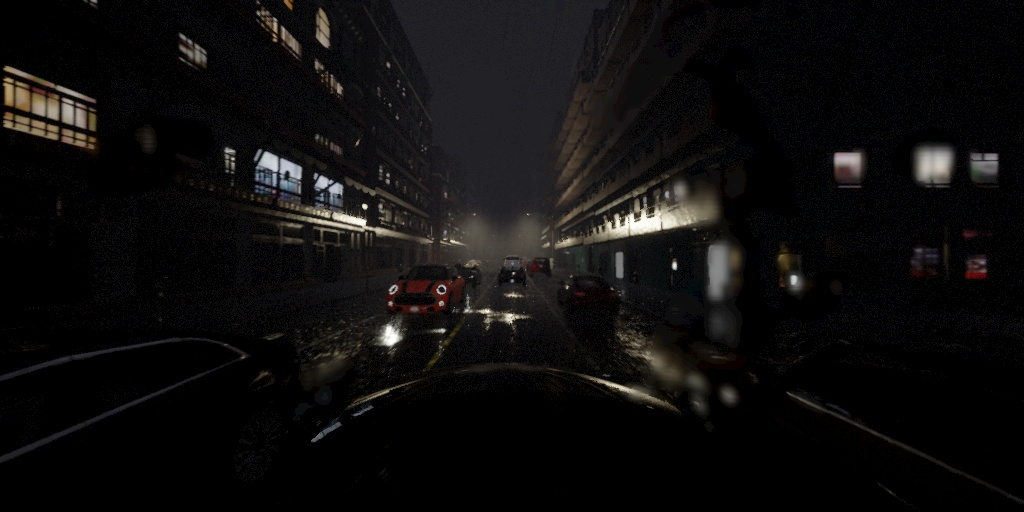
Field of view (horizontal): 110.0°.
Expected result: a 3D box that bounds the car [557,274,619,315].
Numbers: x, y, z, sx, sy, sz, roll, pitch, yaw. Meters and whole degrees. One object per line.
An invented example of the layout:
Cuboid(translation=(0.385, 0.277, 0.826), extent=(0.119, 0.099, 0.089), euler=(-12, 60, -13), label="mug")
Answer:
Cuboid(translation=(2.689, 1.323, 13.210), extent=(1.802, 1.307, 4.207), euler=(0, 0, 0), label="car")

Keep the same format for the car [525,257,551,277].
Cuboid(translation=(2.685, 1.040, 35.304), extent=(2.192, 1.841, 5.009), euler=(0, 0, 0), label="car")

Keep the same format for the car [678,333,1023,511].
Cuboid(translation=(2.692, 1.189, 2.163), extent=(1.967, 1.591, 4.097), euler=(0, 0, 0), label="car")

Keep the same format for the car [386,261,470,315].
Cuboid(translation=(-3.049, 1.095, 13.524), extent=(2.097, 1.767, 4.553), euler=(0, 0, 1), label="car")

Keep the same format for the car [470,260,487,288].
Cuboid(translation=(-3.044, 1.225, 23.358), extent=(2.128, 1.511, 4.902), euler=(0, 0, 1), label="car")

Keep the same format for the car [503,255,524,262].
Cuboid(translation=(0.082, 0.942, 45.933), extent=(2.150, 2.045, 5.566), euler=(0, 0, 0), label="car")

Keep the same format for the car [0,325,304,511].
Cuboid(translation=(-3.095, 1.240, 1.742), extent=(2.128, 1.511, 4.902), euler=(0, 0, 0), label="car")

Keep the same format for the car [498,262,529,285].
Cuboid(translation=(0.026, 1.333, 25.457), extent=(1.895, 1.301, 4.718), euler=(0, 0, 0), label="car")
